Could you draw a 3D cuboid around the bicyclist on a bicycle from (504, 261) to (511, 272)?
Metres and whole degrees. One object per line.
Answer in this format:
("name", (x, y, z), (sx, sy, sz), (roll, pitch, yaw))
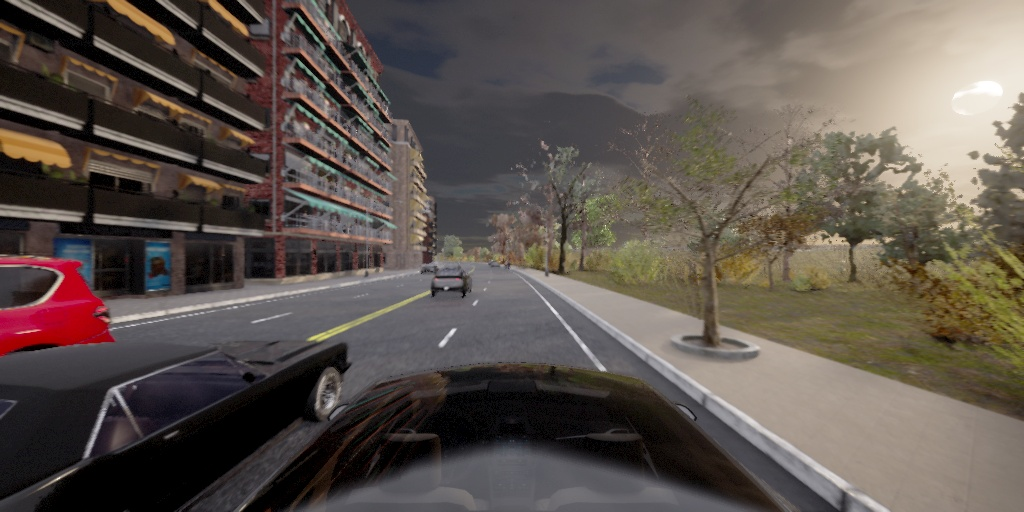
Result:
("bicyclist on a bicycle", (-0.451, 1.568, 52.803), (0.659, 1.776, 1.843), (0, -1, -4))

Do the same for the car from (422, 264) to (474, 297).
("car", (-3.253, 1.405, 20.012), (2.128, 1.511, 4.902), (0, -1, -1))

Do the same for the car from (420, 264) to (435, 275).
("car", (-10.884, 1.722, 47.577), (1.994, 1.385, 4.181), (0, 0, -3))

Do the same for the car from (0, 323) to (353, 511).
("car", (-3.150, 1.362, 2.890), (1.895, 1.301, 4.718), (0, -1, 0))

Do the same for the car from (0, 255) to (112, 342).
("car", (-6.602, 0.980, 2.615), (2.150, 2.045, 5.566), (0, 0, 0))
